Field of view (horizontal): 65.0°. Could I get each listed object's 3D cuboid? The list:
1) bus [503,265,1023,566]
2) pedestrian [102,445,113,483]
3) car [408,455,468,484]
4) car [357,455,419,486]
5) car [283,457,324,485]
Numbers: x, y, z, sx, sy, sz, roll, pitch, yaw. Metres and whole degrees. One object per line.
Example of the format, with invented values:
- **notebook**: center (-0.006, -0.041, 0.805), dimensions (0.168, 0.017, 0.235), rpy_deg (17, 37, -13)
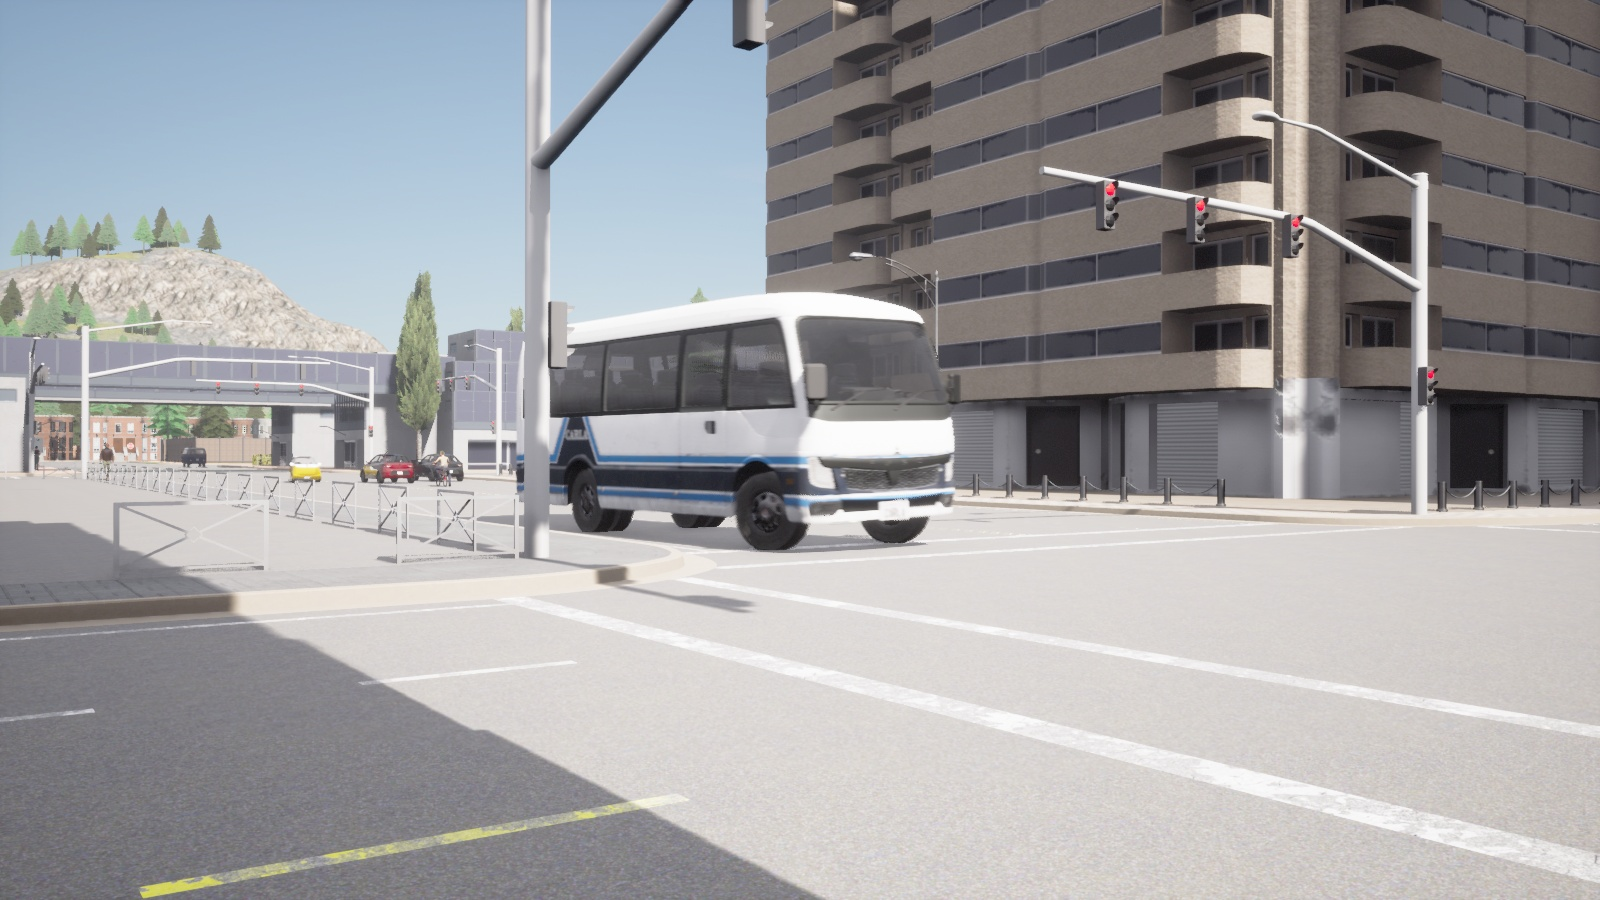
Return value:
- **bus**: center (-1.233, -0.518, 22.975), dimensions (3.944, 4.253, 10.273), rpy_deg (-2, 1, -39)
- **pedestrian**: center (-33.640, 0.679, 61.011), dimensions (0.431, 1.840, 0.703), rpy_deg (0, 0, -29)
- **car**: center (-19.461, 1.020, 67.379), dimensions (1.816, 1.474, 4.193), rpy_deg (0, 0, -35)
- **car**: center (-20.704, 1.012, 63.020), dimensions (1.816, 1.474, 4.193), rpy_deg (0, 0, -35)
- **car**: center (-24.888, 1.062, 62.972), dimensions (1.481, 1.376, 2.207), rpy_deg (0, 0, -34)
